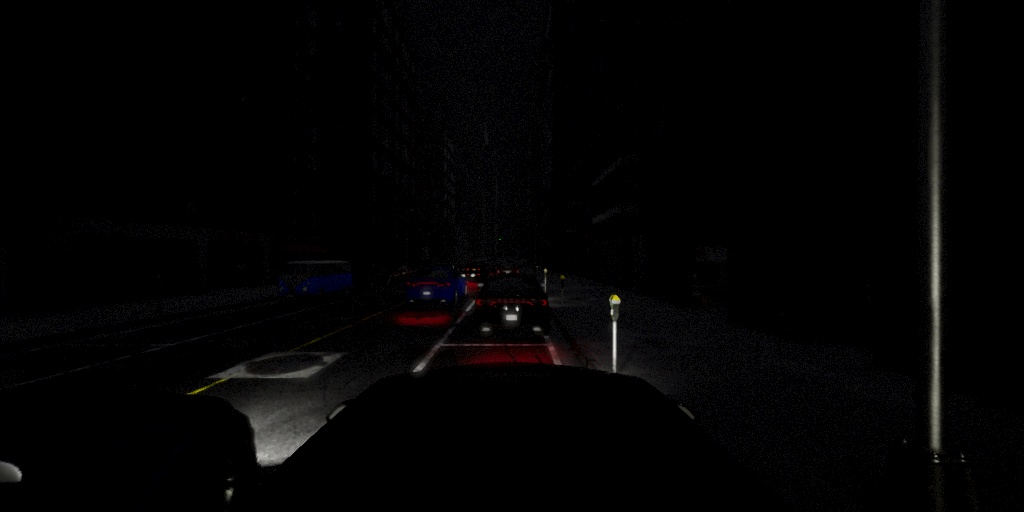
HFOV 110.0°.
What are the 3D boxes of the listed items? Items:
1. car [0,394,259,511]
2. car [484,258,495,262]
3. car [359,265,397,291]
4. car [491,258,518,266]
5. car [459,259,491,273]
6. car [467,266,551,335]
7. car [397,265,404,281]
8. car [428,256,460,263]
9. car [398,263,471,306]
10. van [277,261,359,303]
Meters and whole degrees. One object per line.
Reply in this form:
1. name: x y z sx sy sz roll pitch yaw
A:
1. car: -3.054 1.314 1.182 1.994 1.385 4.181 0 0 0
2. car: -3.056 1.286 45.326 1.812 1.442 4.674 0 0 -1
3. car: -8.813 1.317 21.829 1.948 1.339 4.313 0 0 0
4. car: -0.288 1.193 27.330 1.967 1.591 4.097 0 0 0
5. car: -3.055 1.259 30.610 1.837 1.490 4.892 0 0 0
6. car: -0.006 1.228 10.500 1.882 1.535 5.008 0 0 0
7. car: -8.813 1.335 27.331 1.802 1.307 4.207 0 0 0
8. car: -6.244 0.977 34.967 2.150 2.045 5.566 0 0 1
9. car: -3.146 1.228 15.684 1.882 1.535 5.008 0 0 0
10. van: -8.813 1.091 16.328 1.690 1.789 3.998 0 0 0
